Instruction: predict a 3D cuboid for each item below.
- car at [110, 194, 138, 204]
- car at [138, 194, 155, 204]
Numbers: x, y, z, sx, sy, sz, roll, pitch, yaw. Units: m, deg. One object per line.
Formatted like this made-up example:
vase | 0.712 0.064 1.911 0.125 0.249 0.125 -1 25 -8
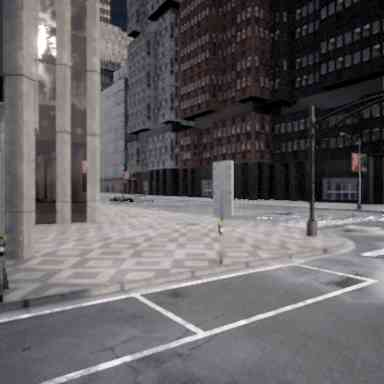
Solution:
car | -9.926 0.988 47.078 1.895 1.301 4.718 0 1 -36
car | -7.296 0.981 48.987 1.895 1.301 4.718 0 1 -36
